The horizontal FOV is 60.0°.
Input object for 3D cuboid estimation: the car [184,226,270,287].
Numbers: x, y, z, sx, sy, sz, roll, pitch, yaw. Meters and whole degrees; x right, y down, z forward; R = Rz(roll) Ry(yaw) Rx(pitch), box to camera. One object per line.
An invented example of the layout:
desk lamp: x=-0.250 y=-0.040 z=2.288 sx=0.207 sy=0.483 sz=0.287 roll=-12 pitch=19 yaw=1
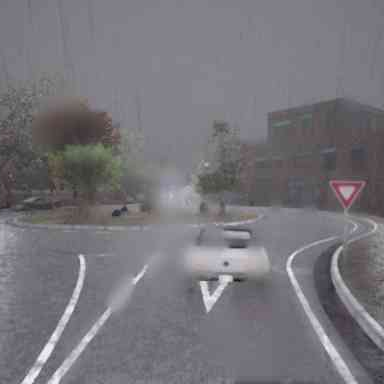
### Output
car: x=1.039 y=1.598 z=9.376 sx=1.895 sy=1.301 sz=4.718 roll=0 pitch=0 yaw=8

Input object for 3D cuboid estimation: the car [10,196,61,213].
car: x=-15.316 y=1.215 z=32.796 sx=1.837 sy=1.490 sz=4.892 roll=-1 pitch=0 yaw=31
